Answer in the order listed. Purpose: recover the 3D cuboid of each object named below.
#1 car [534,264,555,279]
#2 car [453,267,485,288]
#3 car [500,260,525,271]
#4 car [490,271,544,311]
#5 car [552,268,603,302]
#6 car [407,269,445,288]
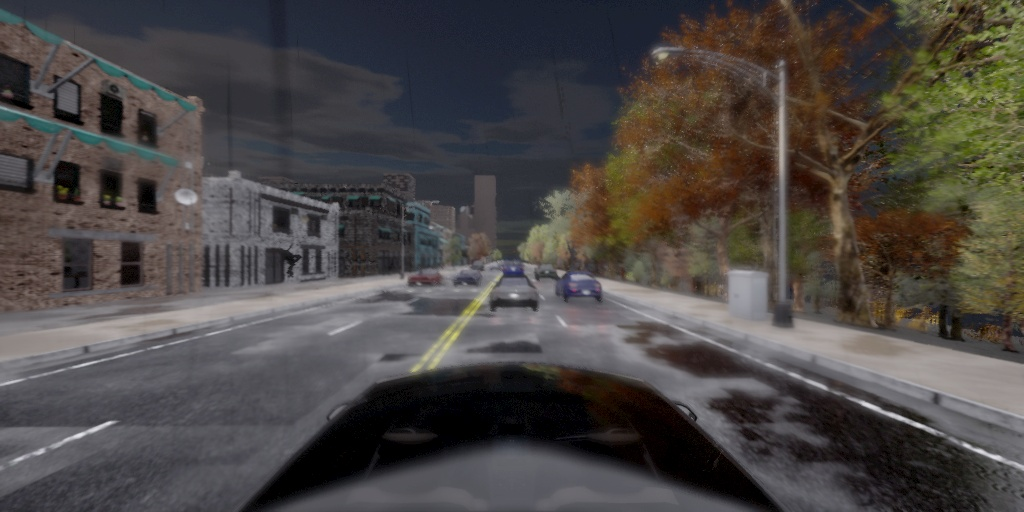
[{"bbox_3d":[3.408,1.592,36.501,2.097,1.767,4.553,0,-1,0],"label":"car"},{"bbox_3d":[-3.307,1.715,27.695,1.895,1.301,4.718,0,-1,0],"label":"car"},{"bbox_3d":[0.161,1.470,37.183,2.150,2.045,5.566,0,-1,0],"label":"car"},{"bbox_3d":[0.114,1.508,15.524,1.994,1.385,4.181,0,-1,0],"label":"car"},{"bbox_3d":[3.371,1.512,18.420,1.812,1.442,4.674,0,-1,0],"label":"car"},{"bbox_3d":[-6.558,1.714,27.702,1.895,1.301,4.718,0,-1,0],"label":"car"}]
